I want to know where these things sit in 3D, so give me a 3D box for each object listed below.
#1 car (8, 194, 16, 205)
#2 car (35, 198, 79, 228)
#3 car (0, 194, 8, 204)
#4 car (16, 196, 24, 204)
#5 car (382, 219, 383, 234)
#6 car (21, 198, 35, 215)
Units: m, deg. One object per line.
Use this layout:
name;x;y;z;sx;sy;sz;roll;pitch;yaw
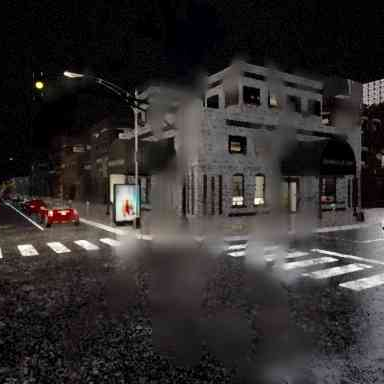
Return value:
car;-26.354;1.270;50.536;2.008;1.369;4.403;-1;1;-31
car;-8.596;1.290;21.330;1.967;1.590;4.097;-1;1;-31
car;-32.685;1.276;55.975;1.994;1.385;4.181;-1;0;-31
car;-17.475;1.333;35.934;2.008;1.369;4.403;-1;1;-31
car;10.607;1.069;14.384;5.566;2.045;2.150;0;1;-32
car;-14.515;1.386;31.067;1.802;1.307;4.206;-1;1;-31
